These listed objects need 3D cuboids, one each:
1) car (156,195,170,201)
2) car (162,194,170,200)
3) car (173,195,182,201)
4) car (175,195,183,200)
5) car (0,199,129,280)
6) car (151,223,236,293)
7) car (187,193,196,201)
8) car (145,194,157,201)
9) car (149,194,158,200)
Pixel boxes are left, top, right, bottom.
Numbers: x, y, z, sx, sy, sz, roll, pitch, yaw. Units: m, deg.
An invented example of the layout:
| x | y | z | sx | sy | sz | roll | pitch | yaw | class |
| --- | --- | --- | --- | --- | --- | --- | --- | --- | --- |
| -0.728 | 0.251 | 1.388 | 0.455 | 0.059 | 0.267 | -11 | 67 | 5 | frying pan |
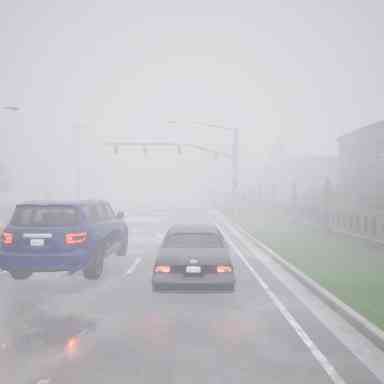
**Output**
| x | y | z | sx | sy | sz | roll | pitch | yaw | class |
| --- | --- | --- | --- | --- | --- | --- | --- | --- | --- |
| -7.134 | 1.588 | 83.016 | 1.895 | 1.301 | 4.718 | 0 | 0 | 0 | car |
| -7.150 | 1.385 | 92.989 | 1.994 | 1.385 | 4.181 | 0 | 0 | 0 | car |
| -3.633 | 1.469 | 82.575 | 1.882 | 1.535 | 5.008 | 0 | 0 | 0 | car |
| -3.650 | 1.428 | 93.025 | 1.895 | 1.301 | 4.718 | 0 | 0 | 0 | car |
| -3.450 | 1.221 | 10.120 | 2.150 | 2.045 | 5.566 | 0 | 0 | 0 | car |
| 0.043 | 1.547 | 8.964 | 2.033 | 1.411 | 5.357 | 0 | 0 | 0 | car |
| -0.133 | 1.217 | 82.611 | 2.150 | 2.045 | 5.566 | 0 | 0 | 0 | car |
| -10.634 | 1.517 | 82.980 | 1.812 | 1.442 | 4.674 | 0 | 0 | 0 | car |
| -10.650 | 1.310 | 92.983 | 1.882 | 1.535 | 5.008 | 0 | 0 | 0 | car |
